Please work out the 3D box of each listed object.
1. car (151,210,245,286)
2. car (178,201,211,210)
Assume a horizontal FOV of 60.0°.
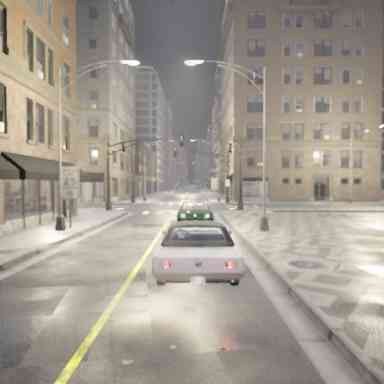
[{"bbox_3d":[0.131,1.401,8.770,1.895,1.301,4.718,0,1,0],"label":"car"},{"bbox_3d":[0.165,1.172,19.002,1.895,1.301,4.718,0,1,0],"label":"car"}]
